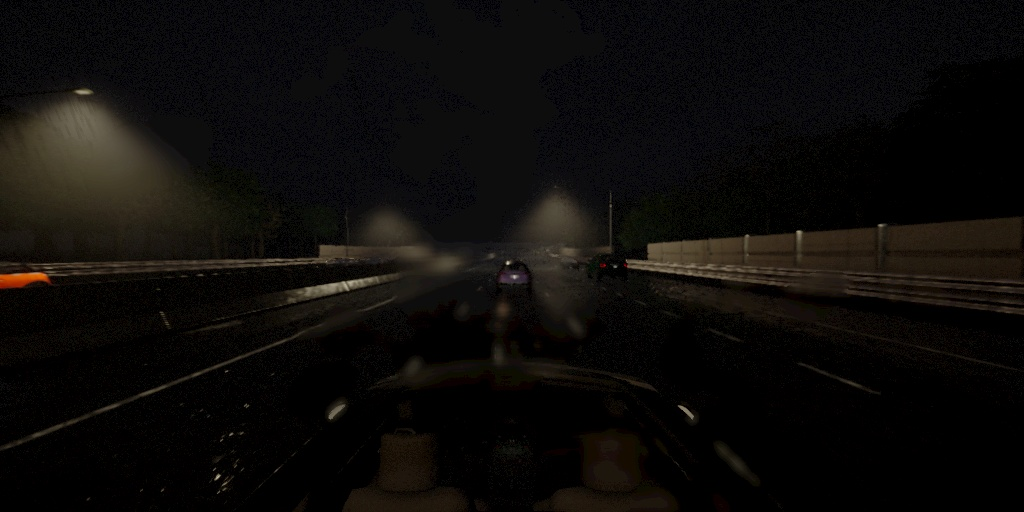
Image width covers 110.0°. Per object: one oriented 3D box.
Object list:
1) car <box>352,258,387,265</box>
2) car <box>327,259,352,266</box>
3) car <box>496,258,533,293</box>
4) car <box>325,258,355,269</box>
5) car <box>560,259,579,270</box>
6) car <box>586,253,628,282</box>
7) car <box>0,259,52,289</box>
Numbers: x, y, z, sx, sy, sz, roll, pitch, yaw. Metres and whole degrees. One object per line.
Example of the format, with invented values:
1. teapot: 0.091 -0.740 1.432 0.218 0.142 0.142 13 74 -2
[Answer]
1. car: -13.940 1.073 36.902 2.033 1.411 5.357 0 0 1
2. car: -17.426 1.067 37.609 2.033 1.411 5.357 0 0 1
3. car: 0.137 1.067 19.803 2.033 1.649 4.856 0 0 0
4. car: -24.276 1.030 50.852 1.895 1.301 4.718 0 0 1
5. car: 7.294 1.076 45.842 1.895 1.301 4.718 0 0 1
6. car: 7.166 0.815 27.491 2.150 2.045 5.566 0 0 0
7. car: -21.070 1.019 13.577 2.097 1.767 4.553 0 0 0
